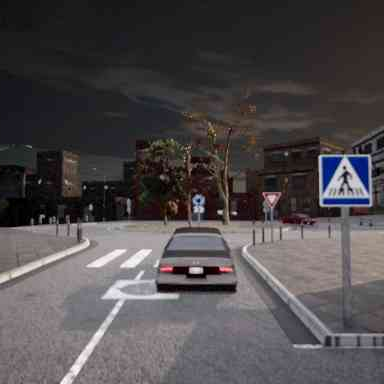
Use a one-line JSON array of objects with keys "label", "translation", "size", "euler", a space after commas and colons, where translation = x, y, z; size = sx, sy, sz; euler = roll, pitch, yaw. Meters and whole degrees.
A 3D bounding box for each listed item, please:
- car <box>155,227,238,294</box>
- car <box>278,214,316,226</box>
[{"label": "car", "translation": [0.145, 1.671, 9.118], "size": [2.033, 1.411, 5.357], "euler": [0, -1, 2]}, {"label": "car", "translation": [11.716, 3.139, 37.591], "size": [1.895, 1.301, 4.718], "euler": [1, -3, -19]}]
